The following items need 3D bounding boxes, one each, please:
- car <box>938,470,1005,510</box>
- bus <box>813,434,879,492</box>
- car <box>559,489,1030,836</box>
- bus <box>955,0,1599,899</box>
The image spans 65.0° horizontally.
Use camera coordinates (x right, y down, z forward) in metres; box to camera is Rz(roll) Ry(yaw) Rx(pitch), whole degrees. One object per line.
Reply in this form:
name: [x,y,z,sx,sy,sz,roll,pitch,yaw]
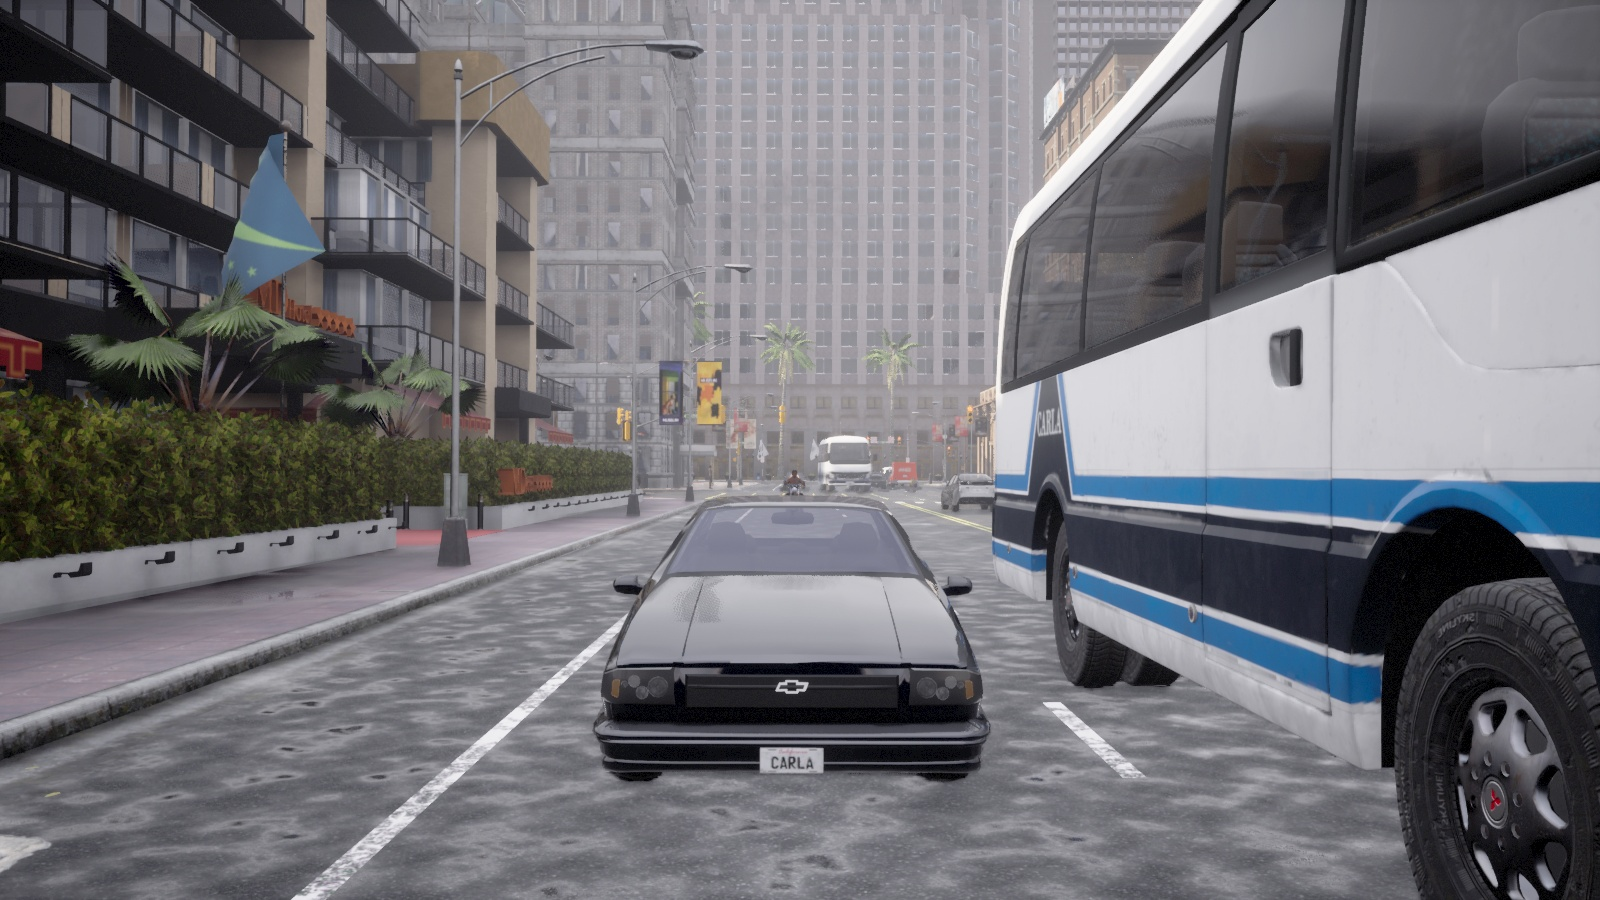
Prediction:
car: [6.795,1.575,50.199,2.007,1.525,4.514,0,-1,0]
bus: [3.422,1.046,96.841,3.944,4.253,10.273,0,-1,-4]
car: [-0.035,0.998,8.108,2.033,1.411,5.357,0,-1,0]
bus: [3.466,-0.465,6.625,3.944,4.253,10.273,0,-1,0]
